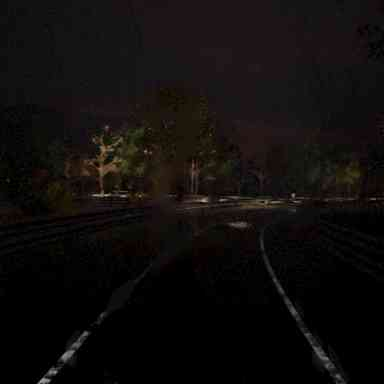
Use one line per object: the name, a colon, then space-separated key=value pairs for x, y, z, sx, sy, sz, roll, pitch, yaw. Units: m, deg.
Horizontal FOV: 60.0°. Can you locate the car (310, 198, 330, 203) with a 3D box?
car: x=31.724 y=2.275 z=83.252 sx=5.008 sy=1.535 sz=1.882 roll=1 pitch=0 yaw=-36

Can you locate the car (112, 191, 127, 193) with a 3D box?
car: x=-11.132 y=0.861 z=56.369 sx=5.566 sy=2.045 sz=2.150 roll=1 pitch=0 yaw=-36

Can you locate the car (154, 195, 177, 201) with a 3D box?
car: x=-5.142 y=1.330 z=65.069 sx=5.357 sy=1.411 sz=2.033 roll=1 pitch=0 yaw=-36

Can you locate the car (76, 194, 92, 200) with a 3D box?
car: x=-18.076 y=1.003 z=55.652 sx=5.357 sy=1.411 sz=2.033 roll=1 pitch=0 yaw=-36

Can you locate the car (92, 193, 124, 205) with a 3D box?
car: x=-12.323 y=1.255 z=51.185 sx=4.718 sy=1.301 sz=1.895 roll=1 pitch=0 yaw=-36

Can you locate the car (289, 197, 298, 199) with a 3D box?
car: x=27.419 y=2.159 z=88.775 sx=4.674 sy=1.442 sz=1.812 roll=1 pitch=0 yaw=-36
